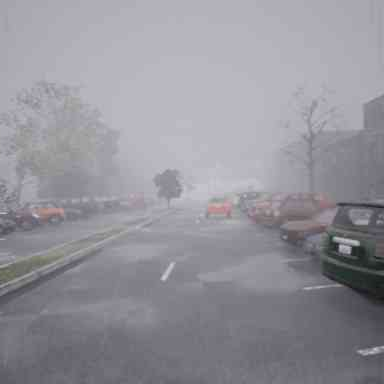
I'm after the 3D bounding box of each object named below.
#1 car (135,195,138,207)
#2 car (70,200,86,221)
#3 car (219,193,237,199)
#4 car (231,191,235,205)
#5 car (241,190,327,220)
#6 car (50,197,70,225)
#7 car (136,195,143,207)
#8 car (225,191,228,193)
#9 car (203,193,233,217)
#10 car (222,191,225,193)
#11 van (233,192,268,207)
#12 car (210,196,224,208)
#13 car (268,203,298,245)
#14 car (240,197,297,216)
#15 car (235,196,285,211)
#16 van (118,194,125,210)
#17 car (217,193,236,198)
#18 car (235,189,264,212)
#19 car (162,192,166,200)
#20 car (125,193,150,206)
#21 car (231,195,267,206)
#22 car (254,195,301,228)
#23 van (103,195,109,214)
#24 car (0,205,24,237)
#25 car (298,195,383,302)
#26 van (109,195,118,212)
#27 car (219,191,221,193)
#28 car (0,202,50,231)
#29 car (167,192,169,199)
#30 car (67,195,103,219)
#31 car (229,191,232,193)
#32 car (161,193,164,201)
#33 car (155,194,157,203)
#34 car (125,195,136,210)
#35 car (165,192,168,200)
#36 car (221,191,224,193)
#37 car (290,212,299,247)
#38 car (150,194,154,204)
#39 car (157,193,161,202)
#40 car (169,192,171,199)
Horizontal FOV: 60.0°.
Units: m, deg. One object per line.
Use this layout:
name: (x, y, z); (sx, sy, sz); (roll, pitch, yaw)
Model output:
car: (-10.194, 1.598, 44.929); (4.792, 1.488, 2.163); (-2, 0, -16)
car: (-11.386, 1.698, 27.125); (4.674, 1.452, 2.002); (-2, 0, -16)
car: (9.890, 1.012, 91.128); (4.674, 1.452, 2.002); (-1, 0, -20)
car: (7.330, 1.007, 33.906); (5.566, 2.045, 2.435); (0, 0, -16)
car: (6.446, 1.071, 21.883); (5.566, 2.045, 2.435); (0, 1, -16)
car: (-11.562, 1.547, 24.157); (4.553, 1.767, 2.185); (-2, 0, -16)
car: (-9.938, 1.581, 47.922); (4.792, 1.488, 2.163); (-2, 0, -16)
car: (9.078, 1.117, 60.928); (4.892, 1.521, 2.231); (0, 0, -17)
car: (2.331, 1.238, 29.852); (2.097, 1.767, 4.553); (-1, 0, 4)
car: (9.513, 1.069, 69.985); (5.008, 1.535, 2.097); (0, 0, -18)
van: (8.022, 0.971, 45.850); (4.442, 1.987, 1.878); (0, 1, -16)
car: (3.416, 1.308, 45.550); (1.837, 1.490, 4.892); (-1, 0, 4)
car: (5.828, 1.371, 12.891); (5.008, 1.535, 2.097); (0, 1, -16)
car: (7.071, 1.304, 30.885); (4.792, 1.488, 2.163); (0, 1, -16)
car: (7.516, 1.243, 36.891); (5.008, 1.535, 2.097); (0, 1, -16)
van: (-10.469, 1.368, 39.038); (4.442, 1.987, 1.878); (-2, 0, -16)
car: (9.883, 0.961, 94.146); (4.892, 1.521, 2.231); (0, 1, -21)
car: (6.865, 1.039, 27.883); (5.566, 2.045, 2.435); (0, 1, -16)
car: (-8.650, 1.469, 71.628); (4.792, 1.488, 2.163); (-2, 0, -18)
car: (-9.800, 1.287, 50.866); (5.566, 2.045, 2.435); (-2, 0, -16)
car: (8.367, 1.209, 48.904); (4.792, 1.488, 2.163); (0, 0, -16)
car: (6.227, 1.213, 18.895); (4.553, 1.767, 2.185); (0, 0, -16)
van: (-10.872, 1.399, 33.096); (4.442, 1.987, 1.878); (-2, 0, -16)
car: (-12.004, 1.735, 17.813); (4.792, 1.488, 2.163); (-2, 0, -16)
car: (5.406, 1.140, 6.878); (5.566, 2.045, 2.435); (0, 0, -16)
van: (-10.671, 1.383, 36.066); (4.442, 1.987, 1.878); (-2, 0, -16)
car: (9.762, 0.774, 79.026); (5.566, 2.045, 2.435); (0, 1, -19)
car: (-11.830, 1.564, 21.178); (4.553, 1.767, 2.185); (-2, 0, -16)
car: (-8.548, 1.292, 77.527); (4.553, 1.767, 2.185); (-2, 0, -18)
car: (-11.216, 1.393, 30.081); (5.566, 2.045, 2.435); (-2, 0, -16)
car: (7.744, 0.976, 39.900); (5.566, 2.045, 2.435); (0, 0, -16)
car: (-8.819, 1.484, 68.638); (4.792, 1.488, 2.163); (-2, 0, -18)
car: (-9.193, 1.368, 59.778); (4.553, 1.767, 2.185); (-2, 0, -17)
car: (-10.191, 1.574, 42.025); (5.366, 1.575, 1.946); (-2, 0, -16)
car: (-8.580, 1.428, 74.572); (5.008, 1.535, 2.097); (-2, 0, -18)
car: (9.723, 1.039, 76.019); (5.008, 1.535, 2.097); (0, 1, -19)
car: (5.604, 1.424, 9.874); (4.674, 1.452, 2.002); (0, 1, -16)
car: (-9.397, 1.514, 53.901); (5.366, 1.575, 1.946); (-2, 0, -16)
car: (-9.051, 1.480, 62.731); (5.008, 1.535, 2.097); (-2, 0, -17)
car: (-8.391, 1.267, 83.463); (4.553, 1.767, 2.185); (-2, 0, -19)
